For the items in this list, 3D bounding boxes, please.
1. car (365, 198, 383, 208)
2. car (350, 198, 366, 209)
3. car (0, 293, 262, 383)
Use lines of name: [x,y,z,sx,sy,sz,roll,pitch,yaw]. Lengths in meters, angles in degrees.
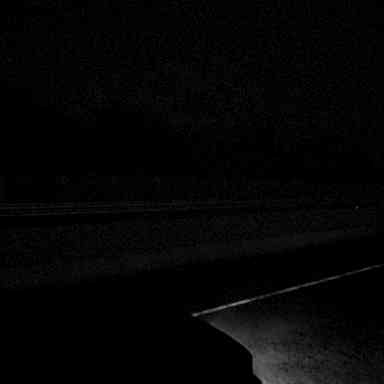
car: [21.300,1.487,36.376,4.181,1.385,1.994,0,0,-35]
car: [21.728,1.467,40.976,5.357,1.411,2.033,0,0,-35]
car: [-1.955,1.548,2.354,5.357,1.411,2.033,0,0,-35]
